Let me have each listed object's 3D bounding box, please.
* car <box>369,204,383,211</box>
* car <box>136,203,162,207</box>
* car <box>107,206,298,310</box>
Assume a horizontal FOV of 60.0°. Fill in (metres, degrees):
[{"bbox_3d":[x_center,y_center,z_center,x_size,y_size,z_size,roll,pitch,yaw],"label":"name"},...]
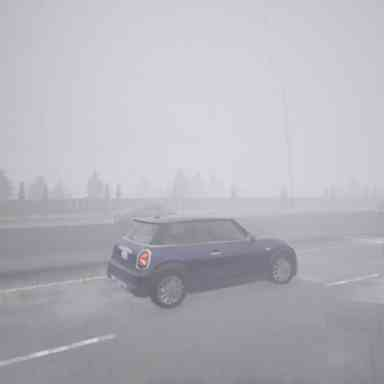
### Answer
[{"bbox_3d":[13.719,1.507,22.620,5.357,1.411,2.033,0,0,-21],"label":"car"},{"bbox_3d":[-3.064,1.469,22.370,4.181,1.385,1.994,0,0,-29],"label":"car"},{"bbox_3d":[0.417,1.322,7.958,4.553,1.767,2.097,0,0,-32],"label":"car"}]
